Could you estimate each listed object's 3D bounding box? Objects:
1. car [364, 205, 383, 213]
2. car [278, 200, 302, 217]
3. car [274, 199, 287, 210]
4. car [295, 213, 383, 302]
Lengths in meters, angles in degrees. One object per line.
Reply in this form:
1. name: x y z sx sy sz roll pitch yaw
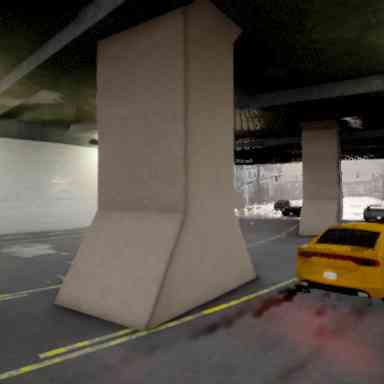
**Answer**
1. car: 15.625 1.747 28.074 1.895 1.301 4.718 -1 -1 25
2. car: 10.470 1.820 33.990 1.895 1.301 4.718 -1 -1 25
3. car: 13.087 1.791 47.659 1.882 1.535 5.008 -1 -1 26
4. car: 4.418 1.526 8.499 1.882 1.535 5.008 0 0 42
